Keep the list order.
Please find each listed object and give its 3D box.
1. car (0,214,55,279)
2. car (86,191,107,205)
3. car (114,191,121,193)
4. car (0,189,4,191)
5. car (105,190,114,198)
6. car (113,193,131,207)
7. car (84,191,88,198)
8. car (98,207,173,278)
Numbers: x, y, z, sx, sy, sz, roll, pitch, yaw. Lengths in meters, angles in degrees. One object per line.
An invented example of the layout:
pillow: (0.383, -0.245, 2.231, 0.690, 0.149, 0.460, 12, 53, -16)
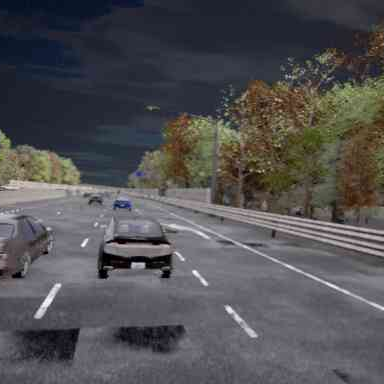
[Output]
car: (-5.122, 1.301, 9.056, 2.033, 1.411, 5.357, 4, 0, -13)
car: (-13.675, 1.016, 47.635, 1.837, 1.490, 4.892, 4, 0, -13)
car: (-15.855, 1.114, 73.571, 1.994, 1.385, 4.181, 4, 0, -13)
car: (-27.949, 0.170, 47.289, 1.812, 1.442, 4.674, 4, 0, -12)
car: (-23.139, 0.766, 90.279, 2.128, 1.511, 4.902, 4, 0, -13)
car: (-8.064, 1.261, 38.474, 1.882, 1.535, 5.008, 4, 0, -13)
car: (-23.503, 0.593, 75.801, 1.882, 1.535, 5.008, 4, 0, -13)
car: (-1.743, 1.456, 9.982, 2.128, 1.511, 4.902, 4, 0, -13)
